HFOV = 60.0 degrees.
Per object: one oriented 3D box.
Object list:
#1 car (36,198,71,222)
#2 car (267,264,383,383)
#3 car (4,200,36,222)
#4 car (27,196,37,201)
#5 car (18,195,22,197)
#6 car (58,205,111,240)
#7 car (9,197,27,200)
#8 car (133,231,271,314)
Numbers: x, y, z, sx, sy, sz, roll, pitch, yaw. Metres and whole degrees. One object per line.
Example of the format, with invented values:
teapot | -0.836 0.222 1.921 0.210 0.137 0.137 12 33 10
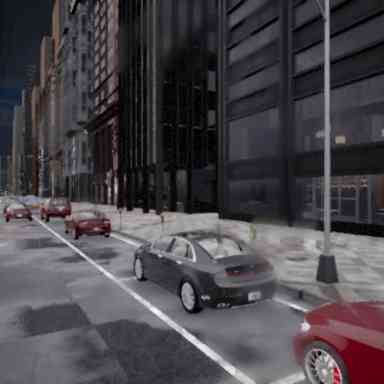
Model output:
car | -11.124 1.405 27.267 2.192 1.841 5.009 0 0 -30
car | 2.792 1.587 2.762 1.802 1.307 4.206 0 0 -30
car | -14.344 1.621 27.538 1.812 1.442 4.674 0 0 -30
car | -22.341 1.695 47.019 1.752 1.417 4.829 0 0 -30
car | -30.607 1.674 61.575 1.967 1.590 4.097 0 0 -30
car | -5.557 1.599 17.465 1.887 1.381 4.507 0 0 -30
car | -20.112 1.642 37.674 1.837 1.490 4.892 0 0 -29
car | 0.009 1.572 7.663 2.008 1.369 4.403 0 0 -30
